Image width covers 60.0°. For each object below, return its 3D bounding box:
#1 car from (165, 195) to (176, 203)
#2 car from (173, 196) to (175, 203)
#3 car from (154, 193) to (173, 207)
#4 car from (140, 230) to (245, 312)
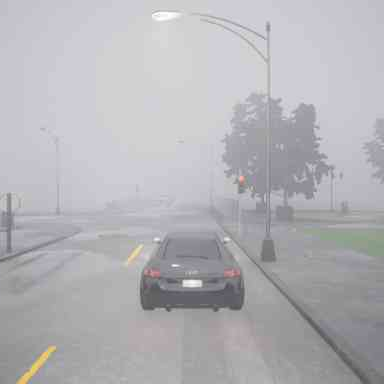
[{"bbox_3d":[-4.577,1.525,71.510,2.128,1.511,4.902,0,0,0],"label":"car"},{"bbox_3d":[-4.557,1.547,61.267,2.033,1.411,5.357,0,0,0],"label":"car"},{"bbox_3d":[-4.511,1.221,51.016,2.150,2.045,5.566,0,0,-1],"label":"car"},{"bbox_3d":[0.001,1.564,7.801,1.994,1.385,4.181,0,0,0],"label":"car"}]
